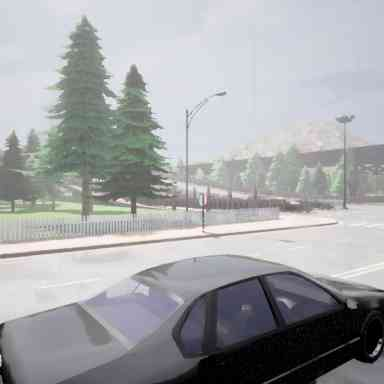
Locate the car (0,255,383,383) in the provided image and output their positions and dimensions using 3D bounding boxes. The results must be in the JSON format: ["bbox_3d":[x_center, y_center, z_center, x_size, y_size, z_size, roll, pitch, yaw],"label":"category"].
[{"bbox_3d":[0.533,1.547,4.125,5.357,1.411,2.033,0,0,-35],"label":"car"}]

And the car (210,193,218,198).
[{"bbox_3d":[5.231,1.316,50.147,2.128,1.511,4.902,0,2,-37],"label":"car"}]

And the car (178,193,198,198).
[{"bbox_3d":[-0.534,1.154,51.975,1.994,1.385,4.181,0,3,-37],"label":"car"}]

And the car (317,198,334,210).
[{"bbox_3d":[15.573,1.485,42.315,2.128,1.511,4.902,0,0,-37],"label":"car"}]

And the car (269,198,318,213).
[{"bbox_3d":[10.990,1.600,36.709,1.895,1.301,4.718,0,0,-36],"label":"car"}]

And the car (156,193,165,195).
[{"bbox_3d":[-6.689,0.271,60.195,1.837,1.490,4.892,0,6,-37],"label":"car"}]

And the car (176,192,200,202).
[{"bbox_3d":[-0.719,0.811,58.045,1.994,1.385,4.181,0,5,-37],"label":"car"}]

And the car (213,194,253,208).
[{"bbox_3d":[5.484,1.453,44.024,2.128,1.511,4.902,0,1,-37],"label":"car"}]

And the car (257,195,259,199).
[{"bbox_3d":[10.094,1.282,49.529,2.097,1.767,4.553,0,1,-37],"label":"car"}]

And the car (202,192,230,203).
[{"bbox_3d":[4.044,0.976,57.540,2.128,1.511,4.902,0,4,-37],"label":"car"}]

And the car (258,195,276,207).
[{"bbox_3d":[11.297,1.469,42.158,1.882,1.535,5.008,0,0,-37],"label":"car"}]
